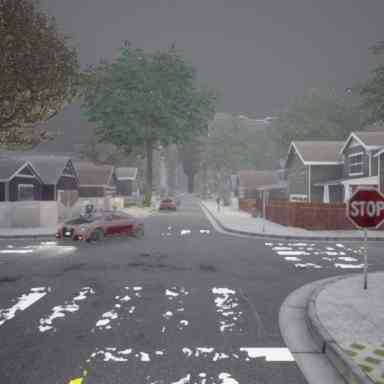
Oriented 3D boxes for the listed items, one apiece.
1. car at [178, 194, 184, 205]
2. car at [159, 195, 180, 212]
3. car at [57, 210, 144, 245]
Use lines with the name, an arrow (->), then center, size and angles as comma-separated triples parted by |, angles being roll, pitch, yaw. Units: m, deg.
car -> -2.757, 1.453, 54.360 | 1.837, 1.490, 4.892 | 0, 0, 0
car -> -2.755, 1.496, 38.543 | 1.882, 1.535, 5.008 | 0, 0, 0
car -> -4.149, 1.562, 15.690 | 1.994, 1.385, 4.181 | 1, 0, 32
